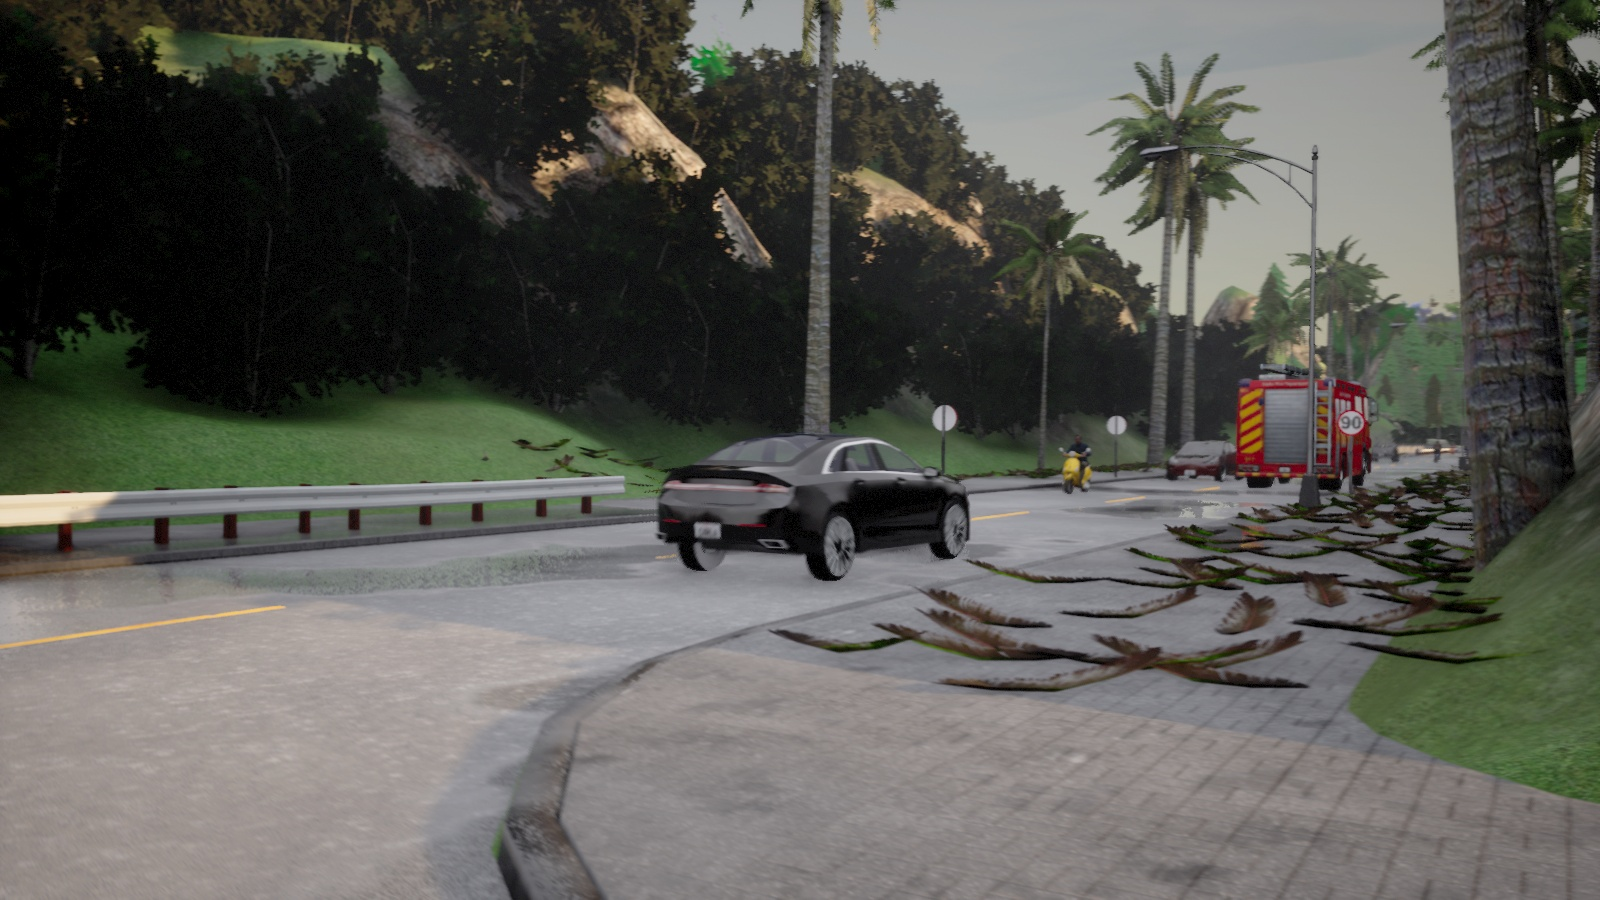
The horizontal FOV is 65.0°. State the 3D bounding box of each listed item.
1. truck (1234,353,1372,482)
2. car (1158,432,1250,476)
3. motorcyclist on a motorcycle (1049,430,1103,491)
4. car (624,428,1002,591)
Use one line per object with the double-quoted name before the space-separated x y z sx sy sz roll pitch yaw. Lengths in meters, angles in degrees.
"truck" 16.776 -1.020 41.451 2.891 3.827 8.468 0 1 31
"car" 14.836 0.106 45.978 2.163 1.488 4.792 0 1 31
"motorcyclist on a motorcycle" 7.397 0.251 33.647 0.866 1.590 1.817 0 1 31
"car" 0.382 0.522 14.332 2.128 1.511 4.902 0 1 31
